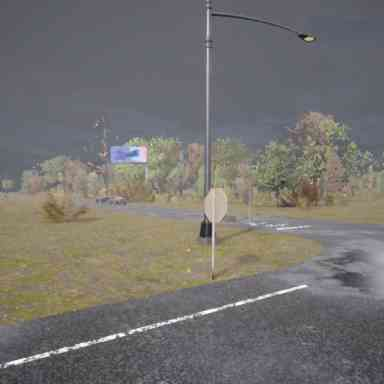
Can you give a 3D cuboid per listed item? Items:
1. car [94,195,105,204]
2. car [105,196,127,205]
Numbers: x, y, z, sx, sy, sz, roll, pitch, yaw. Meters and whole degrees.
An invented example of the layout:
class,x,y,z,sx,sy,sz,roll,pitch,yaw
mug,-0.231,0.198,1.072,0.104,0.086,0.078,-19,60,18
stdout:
class,x,y,z,sx,sy,sz,roll,pitch,yaw
car,-16.355,1.395,60.895,1.837,1.490,4.892,0,0,-34
car,-12.292,1.429,54.895,1.812,1.442,4.674,0,0,-33
